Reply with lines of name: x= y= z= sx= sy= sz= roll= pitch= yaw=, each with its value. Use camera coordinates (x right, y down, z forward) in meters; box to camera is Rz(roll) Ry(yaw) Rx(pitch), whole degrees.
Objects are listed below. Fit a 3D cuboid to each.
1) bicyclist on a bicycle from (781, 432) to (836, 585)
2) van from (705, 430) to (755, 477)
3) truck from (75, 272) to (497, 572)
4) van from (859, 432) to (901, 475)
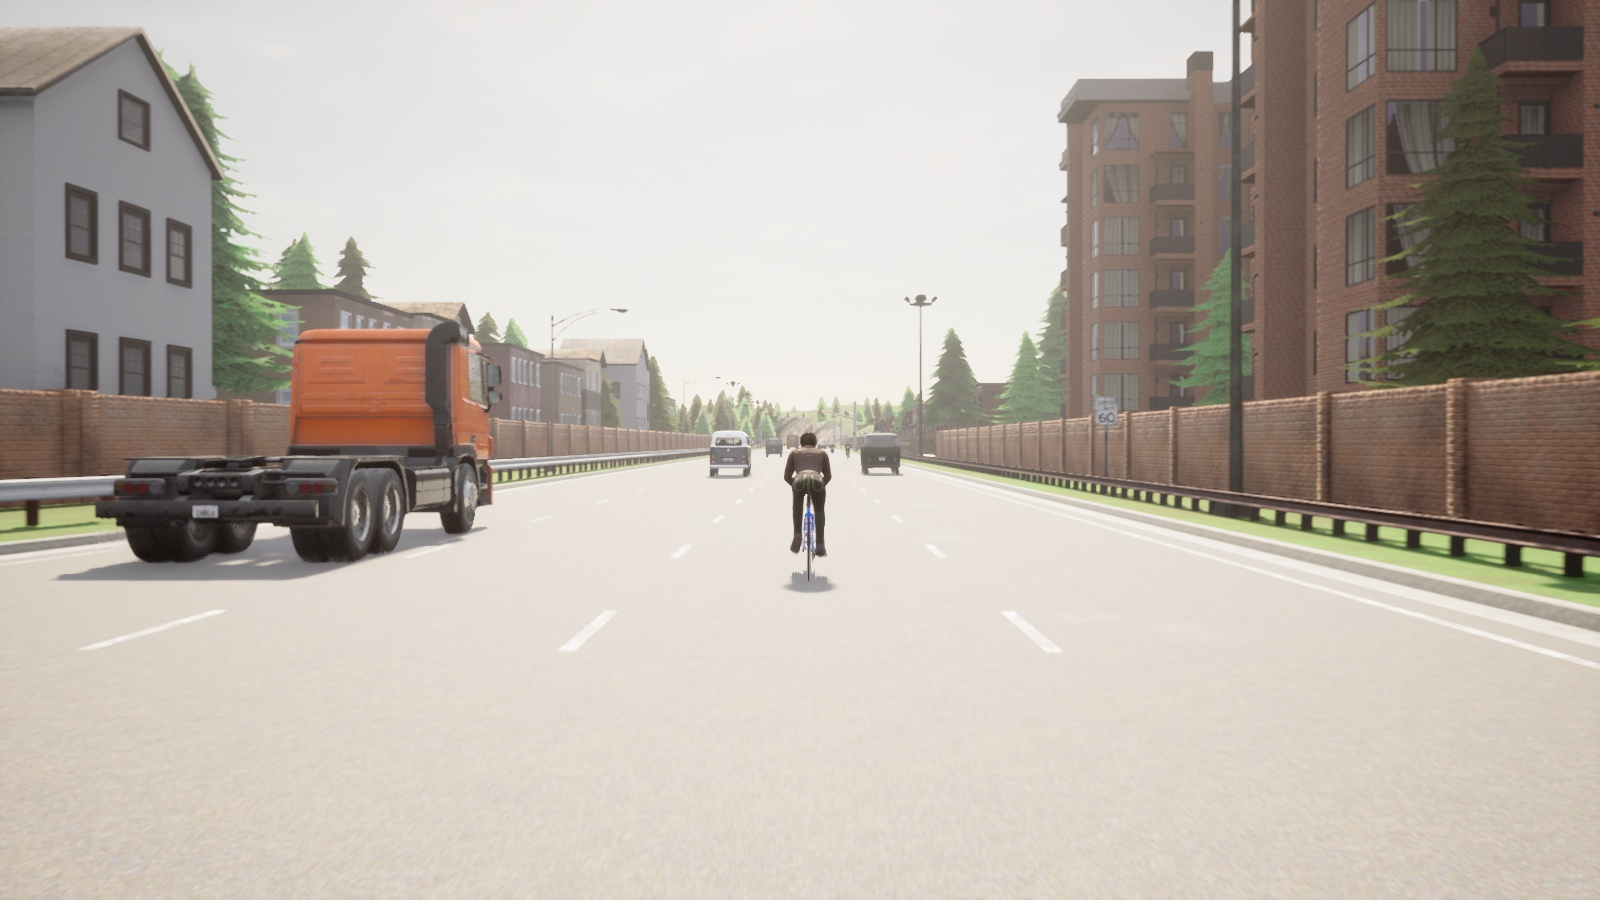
bicyclist on a bicycle: x=0.096 y=0.620 z=14.167 sx=0.582 sy=1.620 sz=1.656 roll=0 pitch=0 yaw=0
van: x=-3.160 y=0.144 z=57.511 sx=2.069 sy=2.038 sz=4.480 roll=0 pitch=0 yaw=0
truck: x=-6.879 y=-0.344 z=18.434 sx=2.891 sy=3.462 sz=7.936 roll=0 pitch=0 yaw=0
van: x=3.861 y=0.160 z=60.901 sx=1.775 sy=1.987 sz=4.442 roll=0 pitch=0 yaw=0
